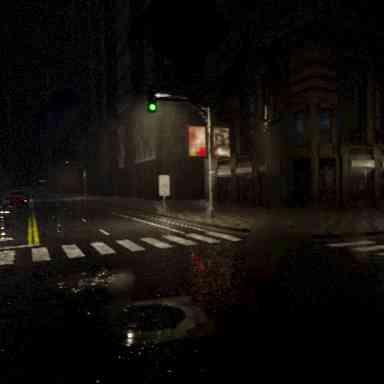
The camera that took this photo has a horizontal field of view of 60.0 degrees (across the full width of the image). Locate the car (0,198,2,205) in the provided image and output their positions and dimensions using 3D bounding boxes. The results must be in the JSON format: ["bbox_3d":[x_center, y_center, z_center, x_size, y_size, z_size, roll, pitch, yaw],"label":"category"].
[{"bbox_3d":[-28.284,1.320,47.361,1.895,1.301,4.718,-2,1,-26],"label":"car"}]

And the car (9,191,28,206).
[{"bbox_3d":[-25.368,0.855,48.771,2.150,2.045,5.566,-2,1,-26],"label":"car"}]
